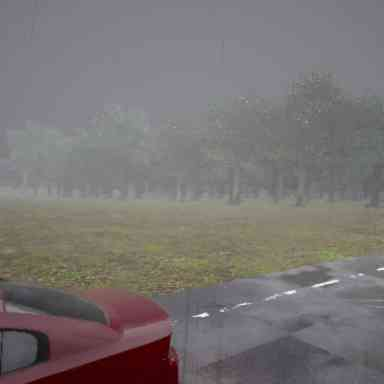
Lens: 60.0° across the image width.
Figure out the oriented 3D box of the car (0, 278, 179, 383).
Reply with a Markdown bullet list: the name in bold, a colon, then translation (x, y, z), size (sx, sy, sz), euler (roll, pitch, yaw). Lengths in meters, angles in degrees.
- **car**: translation (-2.451, 1.468, 2.243), size (5.008, 1.535, 1.882), euler (1, -1, -36)
